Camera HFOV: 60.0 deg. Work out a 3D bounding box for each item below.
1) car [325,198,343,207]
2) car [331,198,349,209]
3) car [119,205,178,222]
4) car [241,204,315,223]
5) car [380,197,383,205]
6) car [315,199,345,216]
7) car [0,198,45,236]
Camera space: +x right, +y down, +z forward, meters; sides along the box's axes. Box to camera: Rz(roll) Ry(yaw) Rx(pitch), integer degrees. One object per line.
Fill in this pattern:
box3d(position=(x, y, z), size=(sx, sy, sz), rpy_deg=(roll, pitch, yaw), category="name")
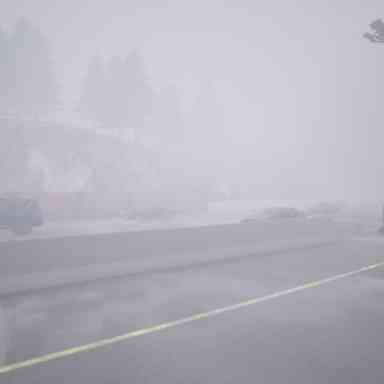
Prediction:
box3d(position=(24.905, 1.796, 58.213), size=(1.812, 1.442, 4.674), rpy_deg=(0, 0, 37), category="car")
box3d(position=(20.583, 1.819, 46.920), size=(1.895, 1.301, 4.718), rpy_deg=(0, 0, 41), category="car")
box3d(position=(-3.603, 1.748, 27.799), size=(4.718, 1.301, 1.895), rpy_deg=(0, 0, -40), category="car")
box3d(position=(5.517, 1.654, 21.754), size=(5.357, 1.411, 2.033), rpy_deg=(0, 0, -41), category="car")
box3d(position=(38.471, 1.811, 66.102), size=(1.812, 1.442, 4.674), rpy_deg=(0, 0, 31), category="car")
box3d(position=(13.533, 1.725, 34.037), size=(1.994, 1.385, 4.181), rpy_deg=(0, -1, 45), category="car")
box3d(position=(-10.891, 1.327, 17.740), size=(5.566, 2.045, 2.150), rpy_deg=(0, 0, -36), category="car")
